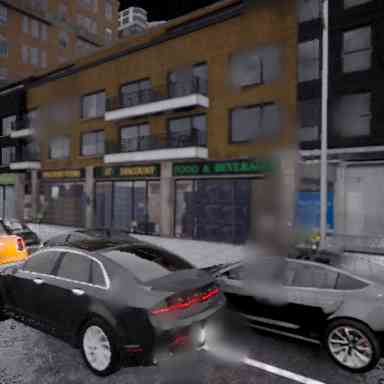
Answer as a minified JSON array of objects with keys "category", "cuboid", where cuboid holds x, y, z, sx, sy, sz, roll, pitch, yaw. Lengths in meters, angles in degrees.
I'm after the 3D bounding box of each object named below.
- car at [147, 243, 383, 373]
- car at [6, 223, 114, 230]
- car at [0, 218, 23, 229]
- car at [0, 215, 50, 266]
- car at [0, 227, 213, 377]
[{"category":"car","cuboid":[1.524,1.645,5.679,4.313,1.339,1.947,0,0,37]},{"category":"car","cuboid":[-2.948,1.658,9.027,4.313,1.339,1.947,0,0,37]},{"category":"car","cuboid":[-6.577,1.424,9.216,4.553,1.767,2.097,0,-1,36]},{"category":"car","cuboid":[-7.420,1.655,12.374,4.403,1.369,2.008,0,0,37]},{"category":"car","cuboid":[-1.765,1.566,5.694,4.892,1.490,1.837,0,-1,37]}]
